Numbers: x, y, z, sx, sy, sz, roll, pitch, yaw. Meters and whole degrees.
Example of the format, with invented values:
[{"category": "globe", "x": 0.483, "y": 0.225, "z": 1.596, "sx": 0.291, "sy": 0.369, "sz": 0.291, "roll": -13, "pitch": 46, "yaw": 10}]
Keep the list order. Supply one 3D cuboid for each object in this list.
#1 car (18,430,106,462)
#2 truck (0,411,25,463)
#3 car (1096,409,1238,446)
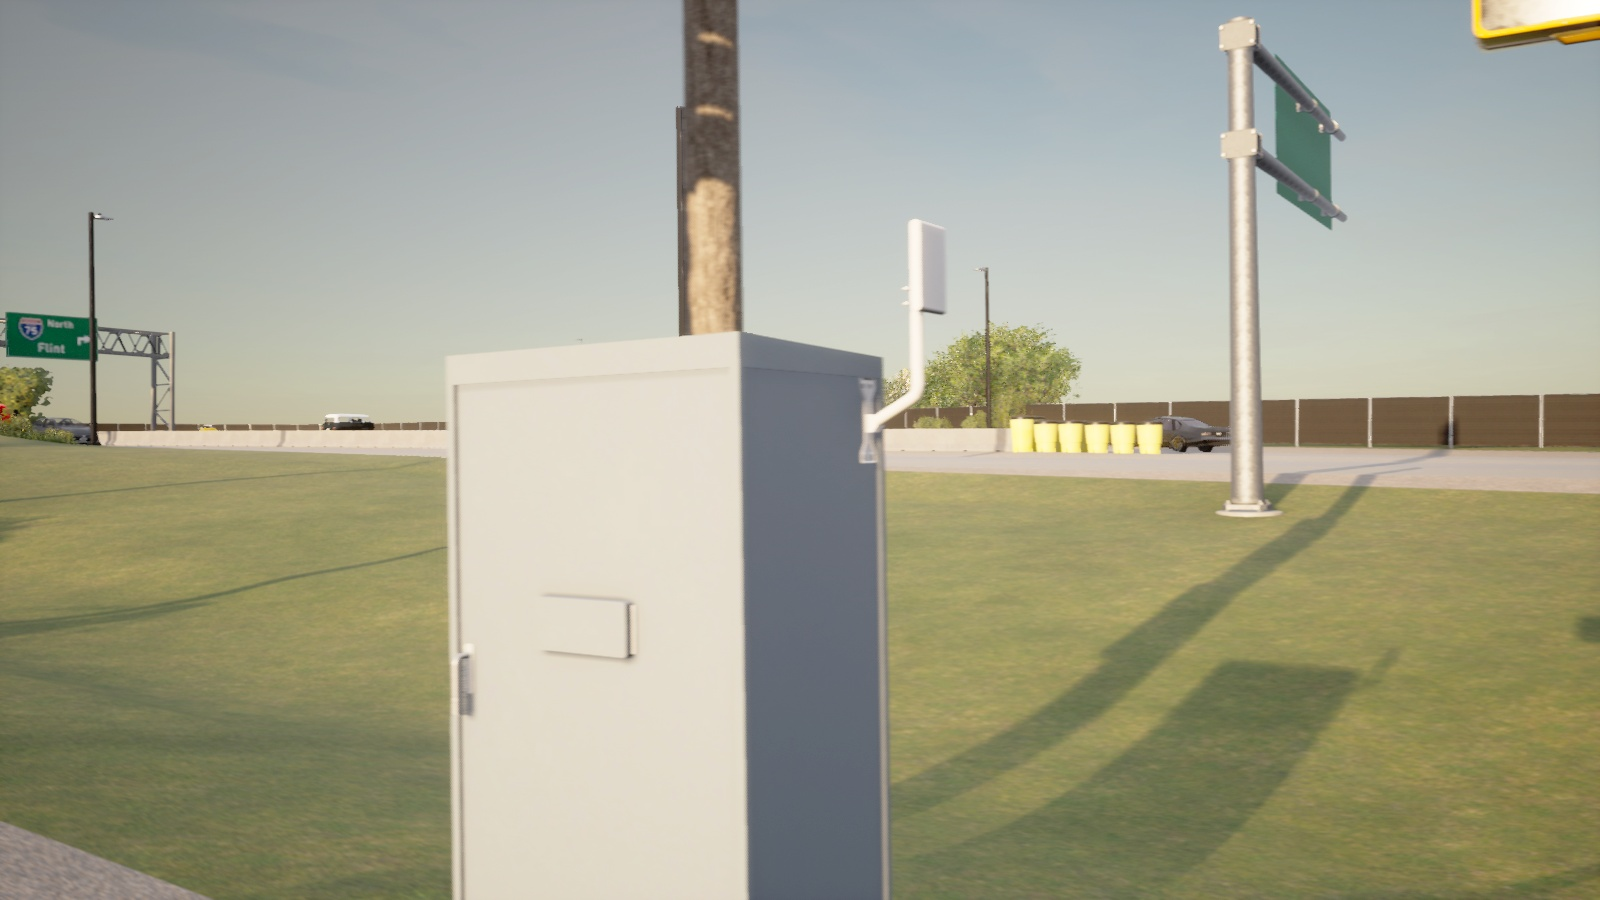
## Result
[{"category": "car", "x": -36.564, "y": -0.212, "z": 62.161, "sx": 4.514, "sy": 1.525, "sz": 2.007, "roll": 0, "pitch": 1, "yaw": 34}, {"category": "truck", "x": -39.799, "y": -0.587, "z": 60.124, "sx": 5.204, "sy": 2.467, "sz": 2.627, "roll": 0, "pitch": 1, "yaw": 34}, {"category": "car", "x": 14.546, "y": -0.882, "z": 50.112, "sx": 2.033, "sy": 1.411, "sz": 5.357, "roll": -2, "pitch": 1, "yaw": -35}]
